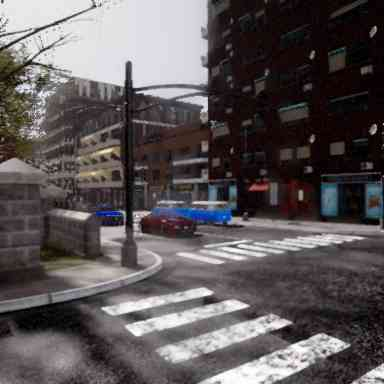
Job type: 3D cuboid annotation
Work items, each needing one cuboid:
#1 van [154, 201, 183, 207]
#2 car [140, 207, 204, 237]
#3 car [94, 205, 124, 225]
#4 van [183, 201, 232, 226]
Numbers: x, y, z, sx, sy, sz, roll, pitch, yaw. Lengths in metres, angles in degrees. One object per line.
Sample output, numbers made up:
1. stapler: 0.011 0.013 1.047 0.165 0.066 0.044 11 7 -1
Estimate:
1. van: -1.933 1.727 30.521 1.690 1.788 3.998 -1 0 -36
2. car: -1.502 1.830 20.113 1.994 1.385 4.181 0 -1 -36
3. car: -7.451 1.908 28.291 1.882 1.535 5.008 0 -1 -36
4. van: 1.324 1.637 26.042 1.690 1.788 3.998 -1 0 -36
